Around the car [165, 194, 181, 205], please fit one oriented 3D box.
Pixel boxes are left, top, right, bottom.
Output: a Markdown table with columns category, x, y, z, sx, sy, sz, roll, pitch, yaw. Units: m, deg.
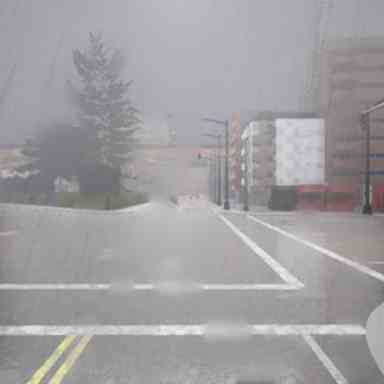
| category | x | y | z | sx | sy | sz | roll | pitch | yaw |
| --- | --- | --- | --- | --- | --- | --- | --- | --- | --- |
| car | -3.368 | 1.396 | 55.848 | 1.882 | 1.535 | 5.008 | 0 | 0 | 0 |
